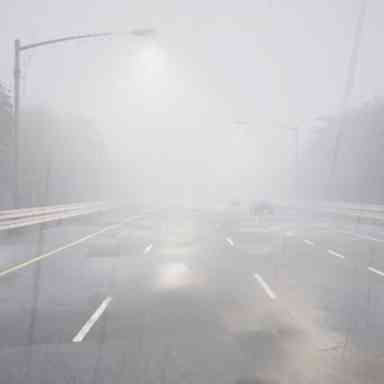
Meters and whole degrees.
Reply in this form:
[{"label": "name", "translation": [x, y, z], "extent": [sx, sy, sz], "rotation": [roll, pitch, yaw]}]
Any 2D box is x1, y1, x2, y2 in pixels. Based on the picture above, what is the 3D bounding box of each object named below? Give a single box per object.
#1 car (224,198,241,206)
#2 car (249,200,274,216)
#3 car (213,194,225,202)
[{"label": "car", "translation": [7.181, 1.683, 56.872], "extent": [2.033, 1.411, 5.357], "rotation": [0, 0, 0]}, {"label": "car", "translation": [7.066, 1.576, 34.140], "extent": [1.837, 1.490, 4.892], "rotation": [0, 0, 0]}, {"label": "car", "translation": [7.419, 1.575, 86.986], "extent": [2.097, 1.767, 4.553], "rotation": [0, 0, 1]}]
